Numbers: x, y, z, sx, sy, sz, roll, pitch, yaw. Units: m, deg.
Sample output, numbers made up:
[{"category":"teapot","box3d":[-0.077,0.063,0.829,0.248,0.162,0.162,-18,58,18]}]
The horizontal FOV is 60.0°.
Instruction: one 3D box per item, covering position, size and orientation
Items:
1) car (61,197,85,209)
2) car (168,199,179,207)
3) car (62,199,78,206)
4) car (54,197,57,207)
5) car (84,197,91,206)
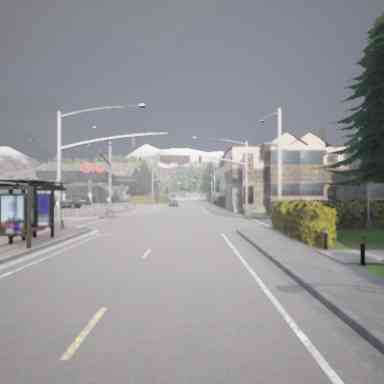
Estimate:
[{"category":"car","box3d":[-18.919,1.976,52.204,2.007,1.523,4.514,0,-1,0]},{"category":"car","box3d":[-3.496,2.141,62.985,1.837,1.490,4.892,0,2,0]},{"category":"car","box3d":[-25.948,2.210,70.674,1.970,1.475,3.806,0,-1,0]},{"category":"car","box3d":[-25.887,1.868,62.198,1.932,1.855,4.605,0,-1,0]},{"category":"car","box3d":[-22.622,1.921,70.074,1.905,1.878,3.866,0,-1,0]}]
